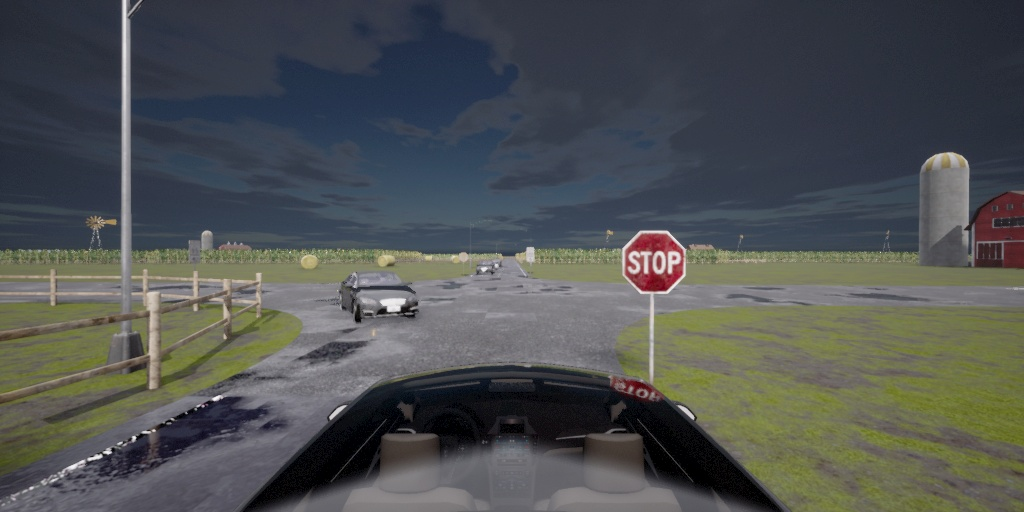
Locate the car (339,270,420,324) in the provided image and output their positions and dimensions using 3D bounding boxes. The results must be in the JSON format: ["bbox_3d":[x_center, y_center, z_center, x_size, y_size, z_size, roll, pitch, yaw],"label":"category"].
[{"bbox_3d":[-4.647,1.247,12.233,2.128,1.511,4.902,1,-1,-32],"label":"car"}]

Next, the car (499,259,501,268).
[{"bbox_3d":[-2.847,1.371,49.896,1.895,1.301,4.718,0,0,0],"label":"car"}]

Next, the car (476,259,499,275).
[{"bbox_3d":[-2.852,1.253,39.416,2.128,1.511,4.902,0,0,1],"label":"car"}]
